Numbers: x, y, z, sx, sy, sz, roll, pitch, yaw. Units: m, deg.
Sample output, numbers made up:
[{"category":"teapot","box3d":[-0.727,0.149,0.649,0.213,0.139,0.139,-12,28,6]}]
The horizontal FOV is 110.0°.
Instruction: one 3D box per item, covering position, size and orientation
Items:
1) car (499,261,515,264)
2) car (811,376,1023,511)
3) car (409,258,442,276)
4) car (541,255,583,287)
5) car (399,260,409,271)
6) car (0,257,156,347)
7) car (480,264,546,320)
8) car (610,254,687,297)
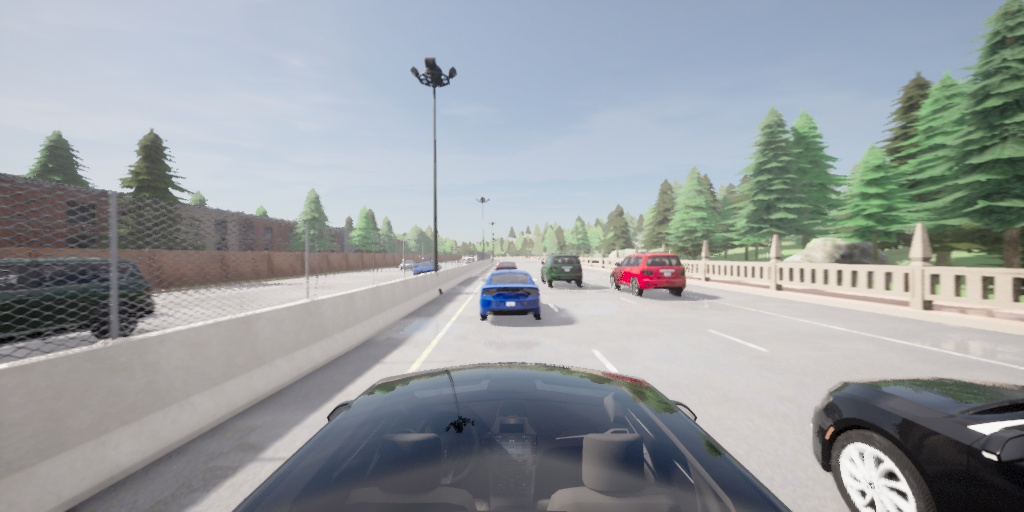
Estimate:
[{"category":"car","box3d":[-0.435,1.204,31.077,1.882,1.535,5.008,0,0,-1]},{"category":"car","box3d":[3.394,1.229,1.023,1.837,1.490,4.892,0,0,2]},{"category":"car","box3d":[-7.666,1.259,33.003,1.882,1.535,5.008,0,0,-1]},{"category":"car","box3d":[3.222,0.927,23.919,2.150,2.045,5.566,0,0,-1]},{"category":"car","box3d":[-15.056,1.347,52.471,1.812,1.442,4.674,0,0,-1]},{"category":"car","box3d":[-10.651,1.049,7.282,2.150,2.045,5.566,0,0,-1]},{"category":"car","box3d":[-0.072,1.219,12.700,1.882,1.535,5.008,0,0,-1]},{"category":"car","box3d":[6.832,0.904,18.547,2.150,2.045,5.566,0,0,-1]}]
